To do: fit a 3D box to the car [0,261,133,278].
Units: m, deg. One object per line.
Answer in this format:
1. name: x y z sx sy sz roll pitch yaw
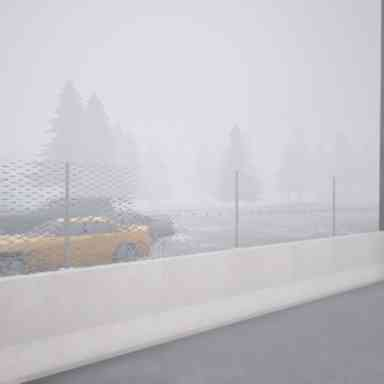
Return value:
1. car: -3.678 1.482 9.841 5.008 1.535 1.882 0 0 -34
